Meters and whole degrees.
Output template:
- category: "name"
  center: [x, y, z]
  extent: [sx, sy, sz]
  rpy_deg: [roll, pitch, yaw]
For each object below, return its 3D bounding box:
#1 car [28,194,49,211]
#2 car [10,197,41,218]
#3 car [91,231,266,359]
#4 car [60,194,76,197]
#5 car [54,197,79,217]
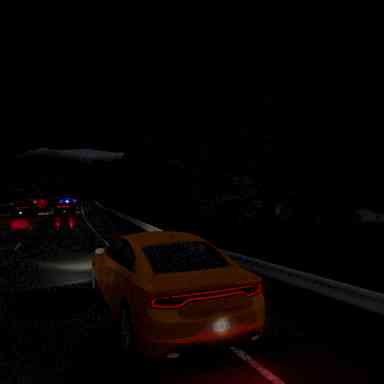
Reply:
- category: "car"
  center: [-18.582, 1.221, 40.023]
  extent: [2.150, 2.045, 5.566]
  rpy_deg: [0, 0, -19]
- category: "car"
  center: [-15.157, 1.505, 30.132]
  extent: [1.837, 1.490, 4.892]
  rpy_deg: [0, 0, -19]
- category: "car"
  center: [-0.677, 1.478, 6.302]
  extent: [1.882, 1.535, 5.008]
  rpy_deg: [0, 0, -25]
- category: "car"
  center: [-15.418, 1.221, 41.421]
  extent: [2.150, 2.045, 5.566]
  rpy_deg: [0, 0, -18]
- category: "car"
  center: [-11.984, 1.492, 31.525]
  extent: [2.128, 1.511, 4.902]
  rpy_deg: [0, 0, -19]
